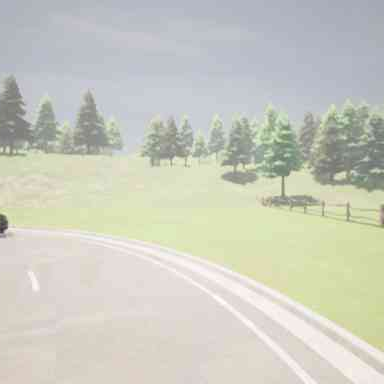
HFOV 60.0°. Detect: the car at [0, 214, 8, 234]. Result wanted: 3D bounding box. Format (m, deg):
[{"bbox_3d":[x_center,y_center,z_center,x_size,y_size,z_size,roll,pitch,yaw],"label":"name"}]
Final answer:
[{"bbox_3d":[-11.528,1.460,17.146,4.674,1.442,1.812,0,0,26],"label":"car"}]
